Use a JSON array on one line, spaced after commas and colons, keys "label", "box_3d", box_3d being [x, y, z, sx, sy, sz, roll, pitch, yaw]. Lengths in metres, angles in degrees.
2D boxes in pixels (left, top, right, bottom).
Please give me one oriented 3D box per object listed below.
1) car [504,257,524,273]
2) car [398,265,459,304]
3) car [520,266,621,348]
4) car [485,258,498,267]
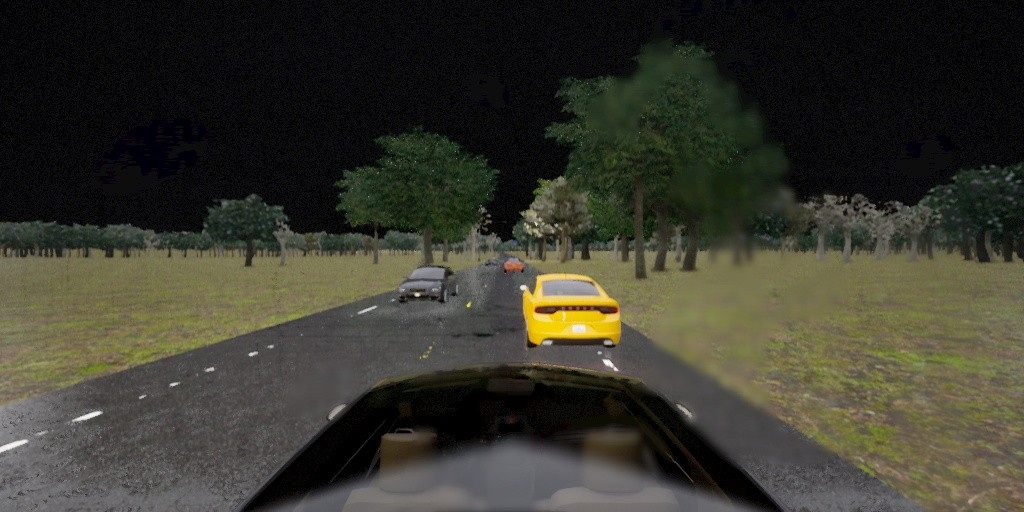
[{"label": "car", "box_3d": [0.224, 0.909, 40.146, 2.097, 1.767, 4.553, 0, 0, 0]}, {"label": "car", "box_3d": [-3.540, 1.189, 15.868, 1.837, 1.490, 4.892, 0, 0, 0]}, {"label": "car", "box_3d": [1.258, 1.194, 9.167, 1.882, 1.535, 5.008, 0, 0, 0]}, {"label": "car", "box_3d": [-3.349, 1.013, 59.056, 1.994, 1.385, 4.181, 0, 0, 1]}]
